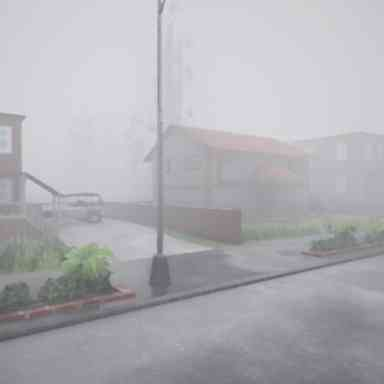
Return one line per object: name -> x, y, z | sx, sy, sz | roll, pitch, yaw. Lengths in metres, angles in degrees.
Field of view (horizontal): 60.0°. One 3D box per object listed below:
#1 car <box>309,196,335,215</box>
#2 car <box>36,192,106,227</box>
car -> 9.956, 1.100, 27.892 | 1.845, 1.501, 3.633 | 0, 0, -35
car -> -6.781, 0.965, 18.728 | 3.866, 1.878, 1.905 | 0, 0, -35
